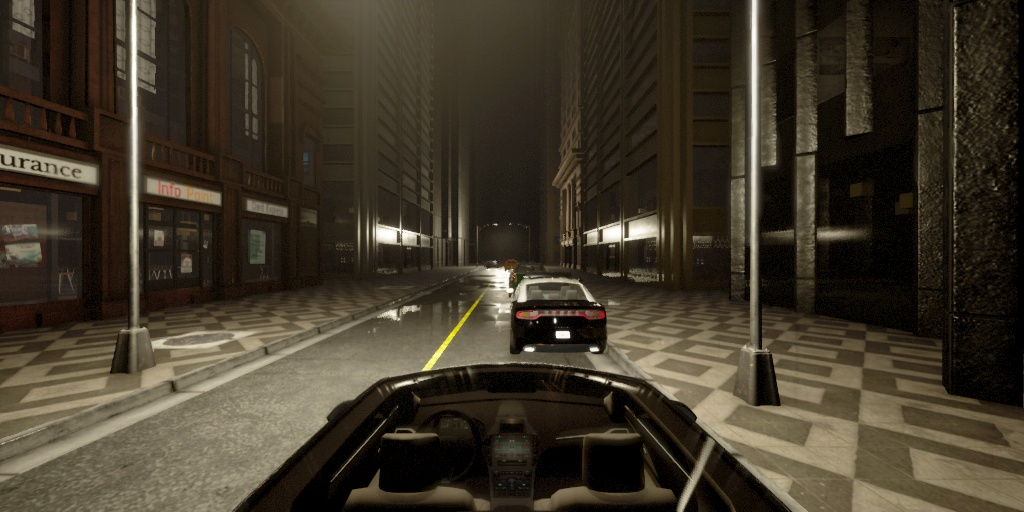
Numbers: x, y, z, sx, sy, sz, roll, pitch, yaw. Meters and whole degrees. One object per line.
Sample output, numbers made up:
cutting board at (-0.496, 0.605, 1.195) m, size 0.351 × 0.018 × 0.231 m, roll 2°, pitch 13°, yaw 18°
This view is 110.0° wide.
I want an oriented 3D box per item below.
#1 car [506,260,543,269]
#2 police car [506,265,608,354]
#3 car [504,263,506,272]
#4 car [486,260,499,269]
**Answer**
car at (0.875, 1.111, 18.743) m, size 2.097 × 1.767 × 4.553 m, roll 0°, pitch 0°, yaw 0°
police car at (0.890, 1.178, 8.882) m, size 1.930 × 1.638 × 5.238 m, roll 0°, pitch 0°, yaw 0°
car at (-0.027, 1.281, 48.210) m, size 1.882 × 1.535 × 5.008 m, roll 0°, pitch 0°, yaw 0°
car at (-3.082, 1.389, 57.214) m, size 1.994 × 1.385 × 4.181 m, roll 0°, pitch 0°, yaw 0°
